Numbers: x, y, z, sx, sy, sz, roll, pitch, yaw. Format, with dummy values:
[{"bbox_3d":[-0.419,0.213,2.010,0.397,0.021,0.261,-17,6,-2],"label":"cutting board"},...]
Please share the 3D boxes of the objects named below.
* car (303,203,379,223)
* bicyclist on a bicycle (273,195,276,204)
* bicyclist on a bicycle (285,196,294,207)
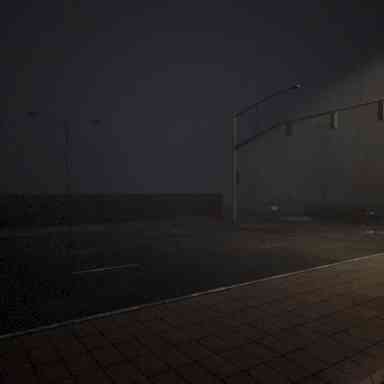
[{"bbox_3d":[11.315,1.550,25.648,2.033,1.411,5.357,0,0,-37],"label":"car"},{"bbox_3d":[13.413,1.305,54.018,0.582,1.620,1.656,0,0,22],"label":"bicyclist on a bicycle"},{"bbox_3d":[14.377,1.457,49.103,1.656,1.620,0.582,0,0,-22],"label":"bicyclist on a bicycle"}]
